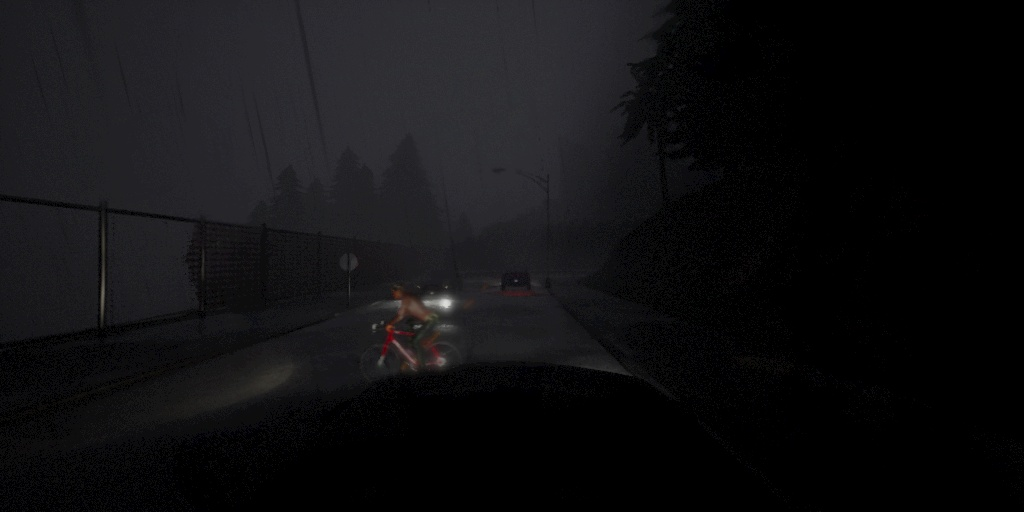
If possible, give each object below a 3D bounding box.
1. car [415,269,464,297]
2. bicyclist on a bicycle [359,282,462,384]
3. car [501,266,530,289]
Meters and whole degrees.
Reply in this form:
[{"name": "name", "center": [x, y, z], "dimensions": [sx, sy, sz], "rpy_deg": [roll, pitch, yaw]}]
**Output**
[{"name": "car", "center": [-3.901, 1.468, 20.347], "dimensions": [2.033, 1.411, 5.357], "rpy_deg": [0, -1, 1]}, {"name": "bicyclist on a bicycle", "center": [-1.619, 1.238, 5.680], "dimensions": [1.656, 1.620, 0.582], "rpy_deg": [-2, -1, 0]}, {"name": "car", "center": [0.272, 1.443, 25.124], "dimensions": [1.882, 1.535, 5.008], "rpy_deg": [0, -1, 0]}]
